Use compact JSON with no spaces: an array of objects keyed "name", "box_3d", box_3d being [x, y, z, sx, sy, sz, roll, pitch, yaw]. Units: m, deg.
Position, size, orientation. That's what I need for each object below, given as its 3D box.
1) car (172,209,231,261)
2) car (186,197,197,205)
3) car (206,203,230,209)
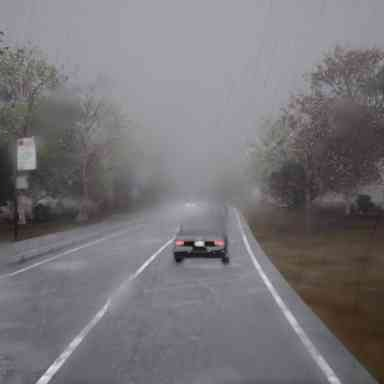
[{"name":"car","box_3d":[0.448,1.592,12.414,2.033,1.411,5.357,0,0,5]},{"name":"car","box_3d":[-0.123,1.697,65.205,2.128,1.511,4.902,1,0,-5]},{"name":"car","box_3d":[2.114,1.627,27.282,2.033,1.411,5.357,-1,0,7]}]
